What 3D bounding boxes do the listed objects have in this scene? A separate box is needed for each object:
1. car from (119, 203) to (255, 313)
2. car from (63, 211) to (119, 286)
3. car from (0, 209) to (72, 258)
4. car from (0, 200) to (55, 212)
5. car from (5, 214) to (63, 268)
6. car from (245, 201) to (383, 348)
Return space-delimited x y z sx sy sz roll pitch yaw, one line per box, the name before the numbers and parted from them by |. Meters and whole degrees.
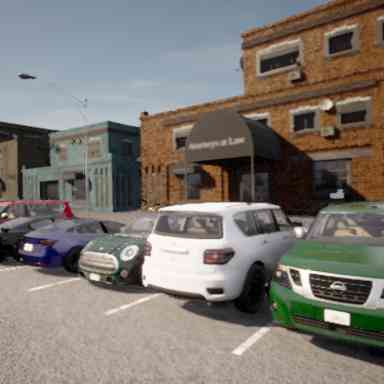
car | 1.225 1.267 8.116 2.435 2.045 5.566 -1 0 35
car | -1.015 1.422 9.717 2.185 1.767 4.553 -1 -1 35
car | -5.520 1.621 12.885 2.097 1.535 5.008 -1 -1 35
car | -10.023 1.470 16.069 2.435 2.045 5.566 -2 -1 35
car | -3.260 1.613 11.315 2.163 1.488 4.792 -1 -1 35
car | 3.437 1.237 6.468 2.435 2.045 5.566 -1 0 35
